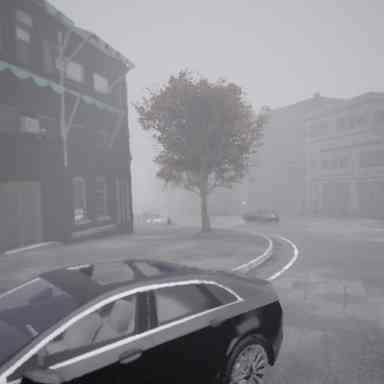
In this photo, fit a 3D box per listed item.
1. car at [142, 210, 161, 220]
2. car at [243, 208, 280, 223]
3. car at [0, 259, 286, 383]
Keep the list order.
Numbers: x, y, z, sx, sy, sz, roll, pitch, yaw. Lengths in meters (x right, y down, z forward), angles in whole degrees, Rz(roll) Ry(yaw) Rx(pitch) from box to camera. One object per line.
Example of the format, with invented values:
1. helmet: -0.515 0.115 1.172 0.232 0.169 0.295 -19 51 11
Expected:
1. car: -6.218 3.448 50.612 1.994 1.385 4.181 -3 -1 -27
2. car: 6.800 2.328 33.194 1.994 1.385 4.181 -3 -1 -25
3. car: -1.026 1.540 3.312 4.902 1.511 2.128 1 -1 -41
